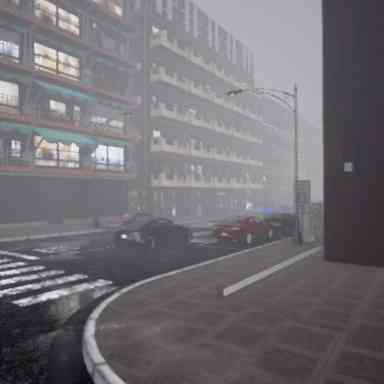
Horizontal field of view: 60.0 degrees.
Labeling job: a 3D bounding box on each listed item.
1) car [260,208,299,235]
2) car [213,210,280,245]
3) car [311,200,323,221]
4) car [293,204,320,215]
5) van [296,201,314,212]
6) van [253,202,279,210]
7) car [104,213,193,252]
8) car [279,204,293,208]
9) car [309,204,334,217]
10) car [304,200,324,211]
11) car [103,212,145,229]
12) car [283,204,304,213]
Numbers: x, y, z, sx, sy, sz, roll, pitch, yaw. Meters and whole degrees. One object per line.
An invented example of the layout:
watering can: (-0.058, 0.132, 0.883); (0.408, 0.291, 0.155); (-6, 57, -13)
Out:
car: (5.860, 1.994, 21.991); (1.947, 1.339, 4.313); (-2, -2, 35)
car: (2.802, 1.900, 17.637); (1.887, 1.381, 4.507); (-2, -2, 35)
car: (12.366, 1.901, 31.266); (2.192, 1.841, 5.009); (-2, -2, 35)
car: (16.012, 2.381, 46.333); (2.033, 1.411, 5.357); (-1, -1, 35)
van: (18.559, 2.313, 54.636); (1.690, 1.788, 3.998); (-1, -2, 35)
van: (8.807, 2.074, 40.721); (1.690, 1.788, 3.998); (-1, -2, 35)
car: (-1.759, 1.884, 15.803); (1.994, 1.385, 4.181); (-1, -1, 35)
car: (12.064, 2.394, 45.351); (1.802, 1.307, 4.206); (-1, -2, 35)
car: (16.065, 2.275, 41.100); (1.812, 1.442, 4.674); (-1, -1, 36)
car: (21.789, 2.367, 59.287); (2.192, 1.841, 5.009); (-1, -2, 35)
car: (-4.028, 2.005, 22.434); (1.802, 1.307, 4.206); (-1, -2, 35)
car: (15.316, 2.473, 49.987); (1.802, 1.307, 4.206); (-1, -2, 35)
